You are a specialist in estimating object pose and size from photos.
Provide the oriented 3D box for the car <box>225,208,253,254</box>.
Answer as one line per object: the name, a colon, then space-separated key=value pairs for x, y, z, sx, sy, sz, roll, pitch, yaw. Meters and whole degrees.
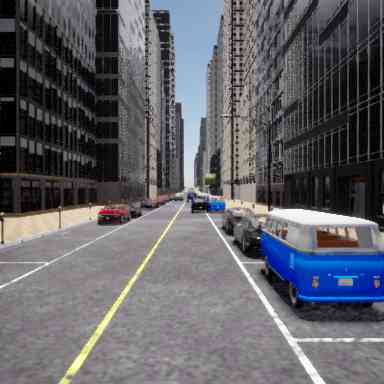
car: x=2.687 y=1.548 z=13.351 sx=2.008 sy=1.369 sz=4.403 roll=0 pitch=0 yaw=0

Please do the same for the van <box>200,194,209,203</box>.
van: x=2.687 y=1.303 z=70.320 sx=1.690 sy=1.788 sz=3.998 roll=0 pitch=0 yaw=0

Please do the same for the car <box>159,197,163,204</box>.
car: x=-5.693 y=1.526 z=47.533 sx=1.887 sy=1.381 sz=4.507 roll=0 pitch=0 yaw=0

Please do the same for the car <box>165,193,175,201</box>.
car: x=-5.693 y=1.254 z=87.411 sx=2.192 sy=1.841 sz=5.009 roll=0 pitch=0 yaw=0

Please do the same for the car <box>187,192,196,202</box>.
car: x=0.001 y=1.023 z=73.096 sx=2.150 sy=2.045 sz=5.566 roll=0 pitch=0 yaw=0

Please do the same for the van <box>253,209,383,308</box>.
van: x=2.686 y=1.339 z=7.654 sx=1.690 sy=1.788 sz=3.998 roll=0 pitch=0 yaw=0

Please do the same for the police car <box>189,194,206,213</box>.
police car: x=0.900 y=1.413 z=37.133 sx=1.930 sy=1.638 sz=5.238 roll=0 pitch=0 yaw=0

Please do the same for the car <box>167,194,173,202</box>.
car: x=-5.694 y=1.544 z=70.321 sx=1.802 sy=1.307 sz=4.206 roll=0 pitch=0 yaw=0

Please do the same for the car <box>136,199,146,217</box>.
car: x=-5.693 y=1.556 z=30.442 sx=1.947 sy=1.339 sz=4.313 roll=0 pitch=0 yaw=0

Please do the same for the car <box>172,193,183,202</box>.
car: x=-2.999 y=1.462 z=75.929 sx=1.994 sy=1.385 sz=4.181 roll=0 pitch=0 yaw=0

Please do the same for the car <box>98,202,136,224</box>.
car: x=-5.694 y=1.538 z=24.745 sx=1.887 sy=1.381 sz=4.507 roll=0 pitch=0 yaw=0

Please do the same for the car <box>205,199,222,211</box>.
car: x=2.687 y=1.566 z=41.835 sx=1.802 sy=1.307 sz=4.206 roll=0 pitch=0 yaw=0

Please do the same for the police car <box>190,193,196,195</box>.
police car: x=0.900 y=1.407 z=47.133 sx=1.930 sy=1.638 sz=5.238 roll=0 pitch=0 yaw=0

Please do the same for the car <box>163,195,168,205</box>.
car: x=-5.693 y=1.555 z=58.927 sx=1.802 sy=1.307 sz=4.206 roll=0 pitch=0 yaw=0

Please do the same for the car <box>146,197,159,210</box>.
car: x=-5.693 y=1.550 z=41.835 sx=1.947 sy=1.339 sz=4.313 roll=0 pitch=0 yaw=0

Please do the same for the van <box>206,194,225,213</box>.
van: x=2.686 y=1.329 z=36.138 sx=1.690 sy=1.788 sz=3.998 roll=0 pitch=0 yaw=0

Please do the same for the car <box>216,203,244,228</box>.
car: x=2.687 y=1.546 z=19.048 sx=2.008 sy=1.369 sz=4.403 roll=0 pitch=0 yaw=0
